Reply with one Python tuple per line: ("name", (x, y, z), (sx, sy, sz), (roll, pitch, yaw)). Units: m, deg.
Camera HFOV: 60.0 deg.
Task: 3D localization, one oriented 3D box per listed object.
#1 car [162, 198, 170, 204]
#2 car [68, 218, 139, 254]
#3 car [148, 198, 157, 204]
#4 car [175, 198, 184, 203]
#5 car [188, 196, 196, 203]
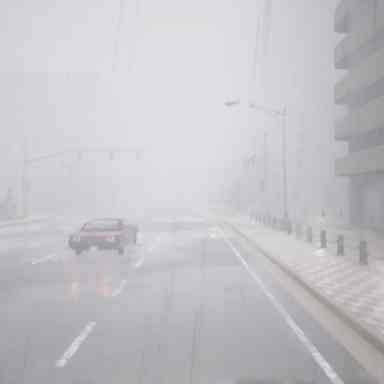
("car", (-6.964, 2.401, 88.328), (2.033, 1.411, 5.357), (0, -1, 0))
("car", (-3.492, 1.739, 14.099), (1.895, 1.301, 4.718), (0, -1, 0))
("car", (-10.464, 2.339, 88.330), (1.882, 1.535, 5.008), (0, -1, 0))
("car", (-3.464, 2.299, 89.132), (1.837, 1.490, 4.892), (0, -1, 0))
("car", (0.036, 2.339, 89.129), (2.033, 1.411, 5.357), (0, -1, 0))
